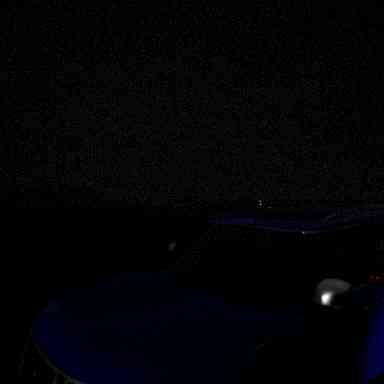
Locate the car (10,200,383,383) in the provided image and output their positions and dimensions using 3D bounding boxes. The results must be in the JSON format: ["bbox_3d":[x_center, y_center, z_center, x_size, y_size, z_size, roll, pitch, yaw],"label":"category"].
[{"bbox_3d":[1.071,1.201,3.834,5.566,2.045,2.150,0,0,-35],"label":"car"}]

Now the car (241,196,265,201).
[{"bbox_3d":[9.527,1.351,50.871,2.097,1.767,4.553,1,-1,-36],"label":"car"}]
